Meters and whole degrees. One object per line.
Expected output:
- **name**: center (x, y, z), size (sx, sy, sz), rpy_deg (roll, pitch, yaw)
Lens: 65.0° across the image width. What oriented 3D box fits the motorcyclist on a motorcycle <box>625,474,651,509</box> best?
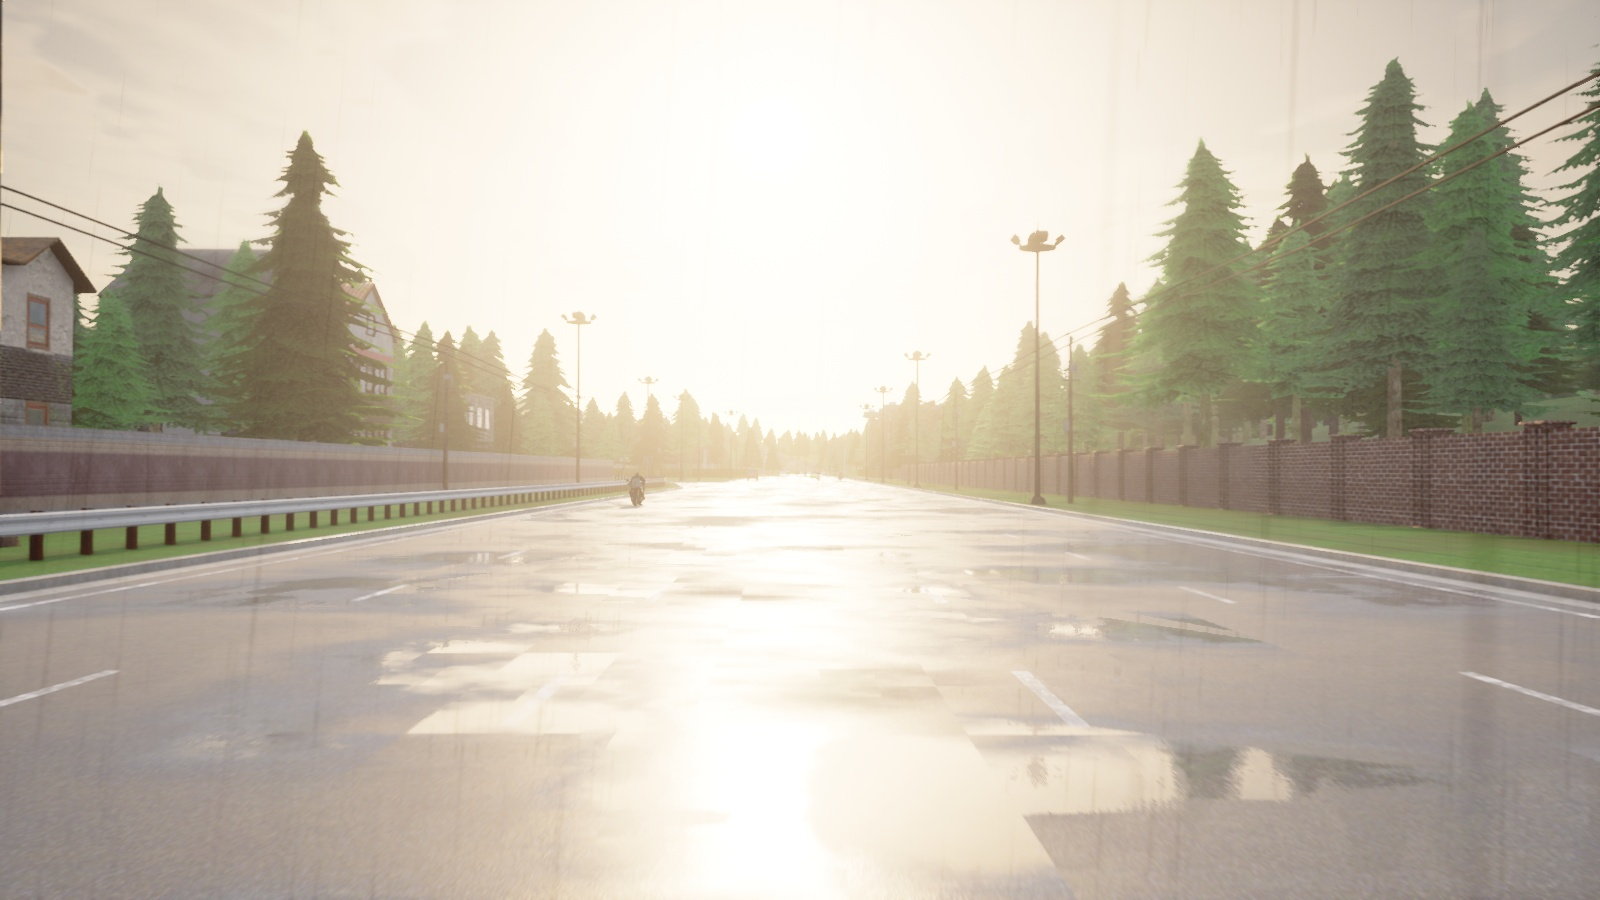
- **motorcyclist on a motorcycle**: center (-7.133, 1.803, 55.222), size (0.866, 1.530, 2.191), rpy_deg (0, -1, 0)
